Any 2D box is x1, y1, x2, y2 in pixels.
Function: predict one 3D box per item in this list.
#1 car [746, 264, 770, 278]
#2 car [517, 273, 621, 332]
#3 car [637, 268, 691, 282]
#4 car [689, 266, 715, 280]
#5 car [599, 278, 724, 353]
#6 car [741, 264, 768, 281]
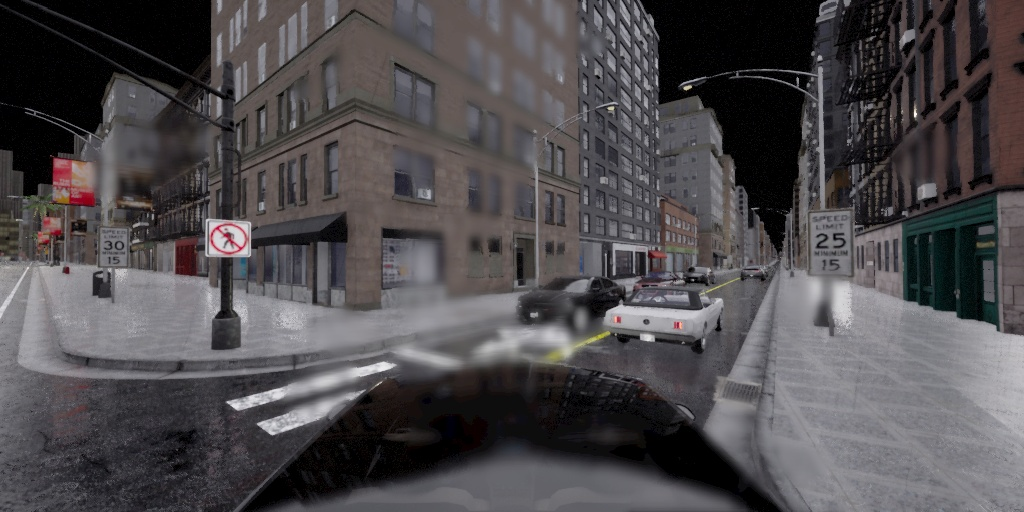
[{"bbox_3d":[29.546,1.743,43.009,2.128,1.511,4.902,-1,-1,37],"label":"car"},{"bbox_3d":[2.123,1.351,11.680,1.882,1.535,5.008,-1,-1,37],"label":"car"},{"bbox_3d":[8.155,1.532,19.699,1.994,1.385,4.181,-1,-1,37],"label":"car"},{"bbox_3d":[14.993,1.580,28.798,1.837,1.490,4.892,-1,-1,37],"label":"car"},{"bbox_3d":[4.141,1.424,9.201,1.895,1.301,4.718,-1,-1,37],"label":"car"},{"bbox_3d":[23.557,1.625,34.965,2.128,1.511,4.902,-1,-1,37],"label":"car"}]
